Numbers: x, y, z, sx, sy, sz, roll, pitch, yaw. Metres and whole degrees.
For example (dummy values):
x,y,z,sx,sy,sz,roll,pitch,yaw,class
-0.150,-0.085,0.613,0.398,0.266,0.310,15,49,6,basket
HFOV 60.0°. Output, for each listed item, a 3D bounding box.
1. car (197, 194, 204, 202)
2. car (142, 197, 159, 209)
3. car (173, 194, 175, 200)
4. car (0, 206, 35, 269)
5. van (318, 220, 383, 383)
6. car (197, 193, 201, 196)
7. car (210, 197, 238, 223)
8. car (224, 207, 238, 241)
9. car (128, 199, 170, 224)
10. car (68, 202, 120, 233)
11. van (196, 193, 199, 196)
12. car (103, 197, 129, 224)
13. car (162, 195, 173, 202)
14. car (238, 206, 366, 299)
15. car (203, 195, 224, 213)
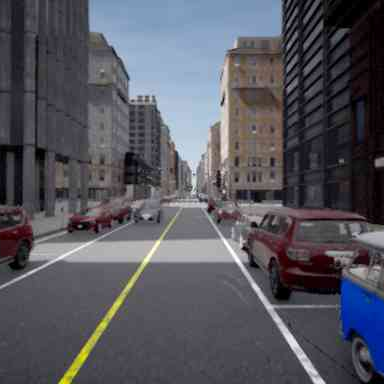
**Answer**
x,y,z,sx,sy,sz,roll,pitch,yaw,class
2.690,1.607,74.739,1.802,1.307,4.206,1,0,0,car
-5.840,1.540,47.561,1.752,1.417,4.829,1,0,0,car
-5.834,1.573,80.423,1.887,1.381,4.507,1,0,0,car
-5.845,1.316,8.358,2.192,1.841,5.009,1,0,0,car
2.679,1.341,2.725,1.690,1.788,3.998,1,0,0,van
2.691,1.610,80.413,1.802,1.307,4.206,1,0,0,car
2.682,1.446,25.222,1.967,1.590,4.097,1,0,0,car
2.679,1.553,13.974,2.008,1.369,4.403,1,0,0,car
-3.093,1.499,24.899,2.128,1.511,4.902,0,0,0,car
-5.845,1.549,19.607,1.887,1.381,4.507,1,0,0,car
2.696,1.375,91.760,1.690,1.788,3.998,1,0,0,van
-5.842,1.321,25.232,2.192,1.841,5.009,1,0,0,car
-5.835,1.570,74.750,1.887,1.381,4.507,1,0,0,car
2.680,1.316,8.349,2.192,1.841,5.009,1,0,0,car
2.686,1.325,36.471,2.192,1.841,5.009,1,0,0,car
